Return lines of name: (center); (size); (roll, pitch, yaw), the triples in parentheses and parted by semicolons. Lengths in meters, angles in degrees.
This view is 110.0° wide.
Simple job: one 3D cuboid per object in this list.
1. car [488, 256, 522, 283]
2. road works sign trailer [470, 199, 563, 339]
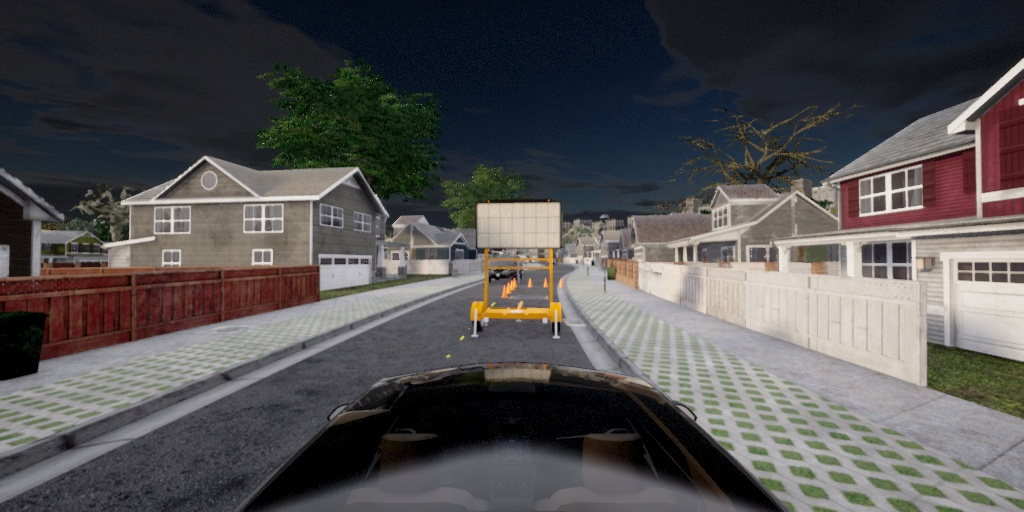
car: (-0.552, 0.983, 28.001); (2.150, 2.045, 5.566); (0, 0, 9)
road works sign trailer: (0.196, 0.210, 10.166); (2.380, 3.560, 2.880); (0, 0, 5)
